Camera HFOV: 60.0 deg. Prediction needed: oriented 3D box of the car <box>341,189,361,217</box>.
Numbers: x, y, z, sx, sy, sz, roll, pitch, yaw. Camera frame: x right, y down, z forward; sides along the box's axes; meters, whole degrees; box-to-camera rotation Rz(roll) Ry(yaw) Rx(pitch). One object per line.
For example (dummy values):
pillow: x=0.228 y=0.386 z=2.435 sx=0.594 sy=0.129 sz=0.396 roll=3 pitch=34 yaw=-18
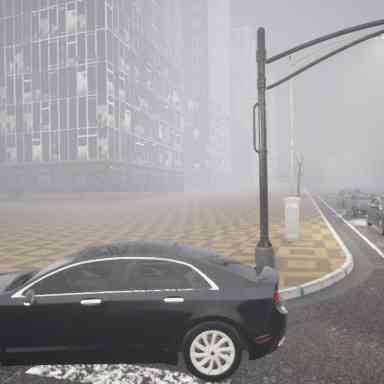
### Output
car: x=10.895 y=0.759 z=20.794 sx=1.994 sy=1.385 sz=4.181 roll=-1 pitch=2 yaw=17

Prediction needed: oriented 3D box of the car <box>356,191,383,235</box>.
car: x=8.882 y=0.928 z=14.489 sx=2.128 sy=1.511 sz=4.902 roll=-1 pitch=2 yaw=18

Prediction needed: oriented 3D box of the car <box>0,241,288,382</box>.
car: x=-1.153 y=1.505 z=4.795 sx=4.892 sy=1.490 sz=1.837 roll=0 pitch=0 yaw=0

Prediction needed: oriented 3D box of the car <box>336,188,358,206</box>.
car: x=12.855 y=0.454 z=26.870 sx=2.128 sy=1.511 sz=4.902 roll=-1 pitch=2 yaw=18
